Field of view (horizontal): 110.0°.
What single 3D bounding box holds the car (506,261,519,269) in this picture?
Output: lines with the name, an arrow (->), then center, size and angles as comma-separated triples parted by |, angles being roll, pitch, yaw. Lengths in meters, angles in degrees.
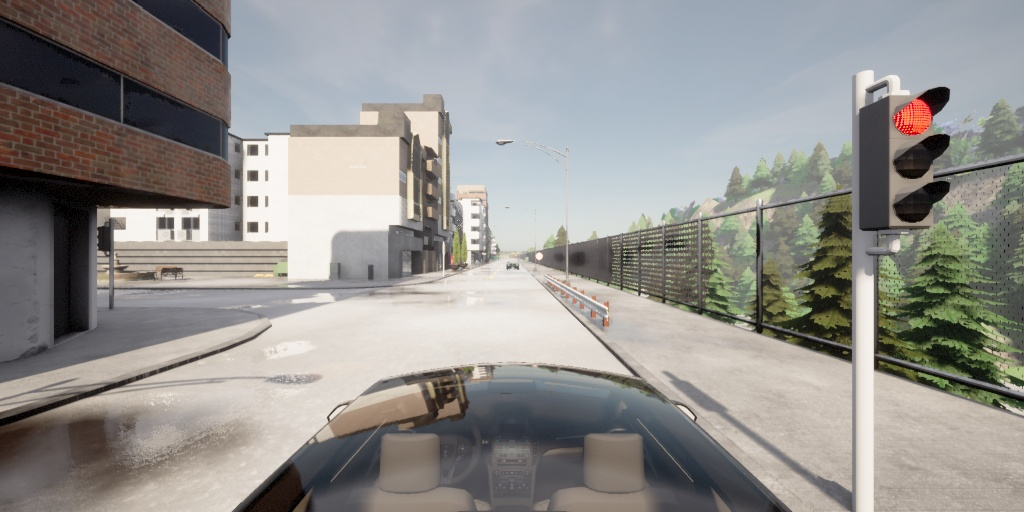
car -> 0.112, 1.351, 54.394 | 1.895, 1.301, 4.718 | 0, 0, 0
